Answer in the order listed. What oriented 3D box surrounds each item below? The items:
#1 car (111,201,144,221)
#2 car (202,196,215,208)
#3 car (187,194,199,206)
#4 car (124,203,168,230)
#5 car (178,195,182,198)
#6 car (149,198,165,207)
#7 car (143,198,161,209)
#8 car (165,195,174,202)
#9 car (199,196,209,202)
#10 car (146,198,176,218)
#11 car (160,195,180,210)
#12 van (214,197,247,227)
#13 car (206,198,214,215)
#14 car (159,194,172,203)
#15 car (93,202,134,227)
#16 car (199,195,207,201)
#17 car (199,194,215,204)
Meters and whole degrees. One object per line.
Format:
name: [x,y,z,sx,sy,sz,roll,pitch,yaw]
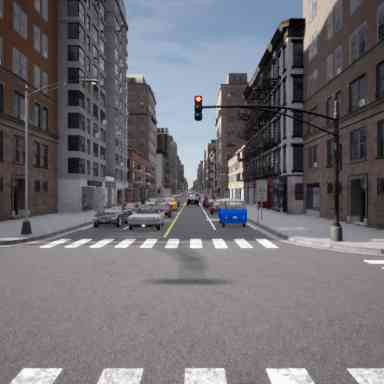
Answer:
car: [-5.365,1.543,28.130,1.887,1.381,4.507,0,0,0]
car: [2.674,1.576,45.176,1.802,1.307,4.206,0,0,0]
car: [0.154,1.465,54.882,1.882,1.535,5.008,0,0,0]
car: [-2.803,1.600,21.155,1.895,1.301,4.718,0,0,-1]
car: [-2.770,1.592,50.051,1.895,1.301,4.718,0,0,0]
car: [-5.347,1.556,50.858,1.947,1.339,4.313,0,0,0]
car: [-5.352,1.520,45.006,1.752,1.417,4.829,0,0,0]
car: [-5.324,1.410,79.266,1.967,1.590,4.097,0,0,0]
car: [2.696,1.524,73.582,2.008,1.369,4.403,0,0,0]
car: [-2.822,1.562,30.299,1.994,1.385,4.181,0,0,0]
car: [-2.811,1.474,39.946,1.882,1.535,5.008,0,0,0]
van: [2.655,1.340,22.450,1.690,1.788,3.998,0,0,0]
car: [2.664,1.580,33.813,1.802,1.307,4.206,0,0,0]
car: [-5.333,1.293,67.903,2.192,1.841,5.009,0,0,0]
car: [-5.370,1.550,22.448,2.008,1.369,4.403,0,0,0]
car: [2.706,1.531,84.945,1.947,1.339,4.313,0,0,0]
car: [2.678,1.305,50.857,2.192,1.841,5.009,0,0,0]
